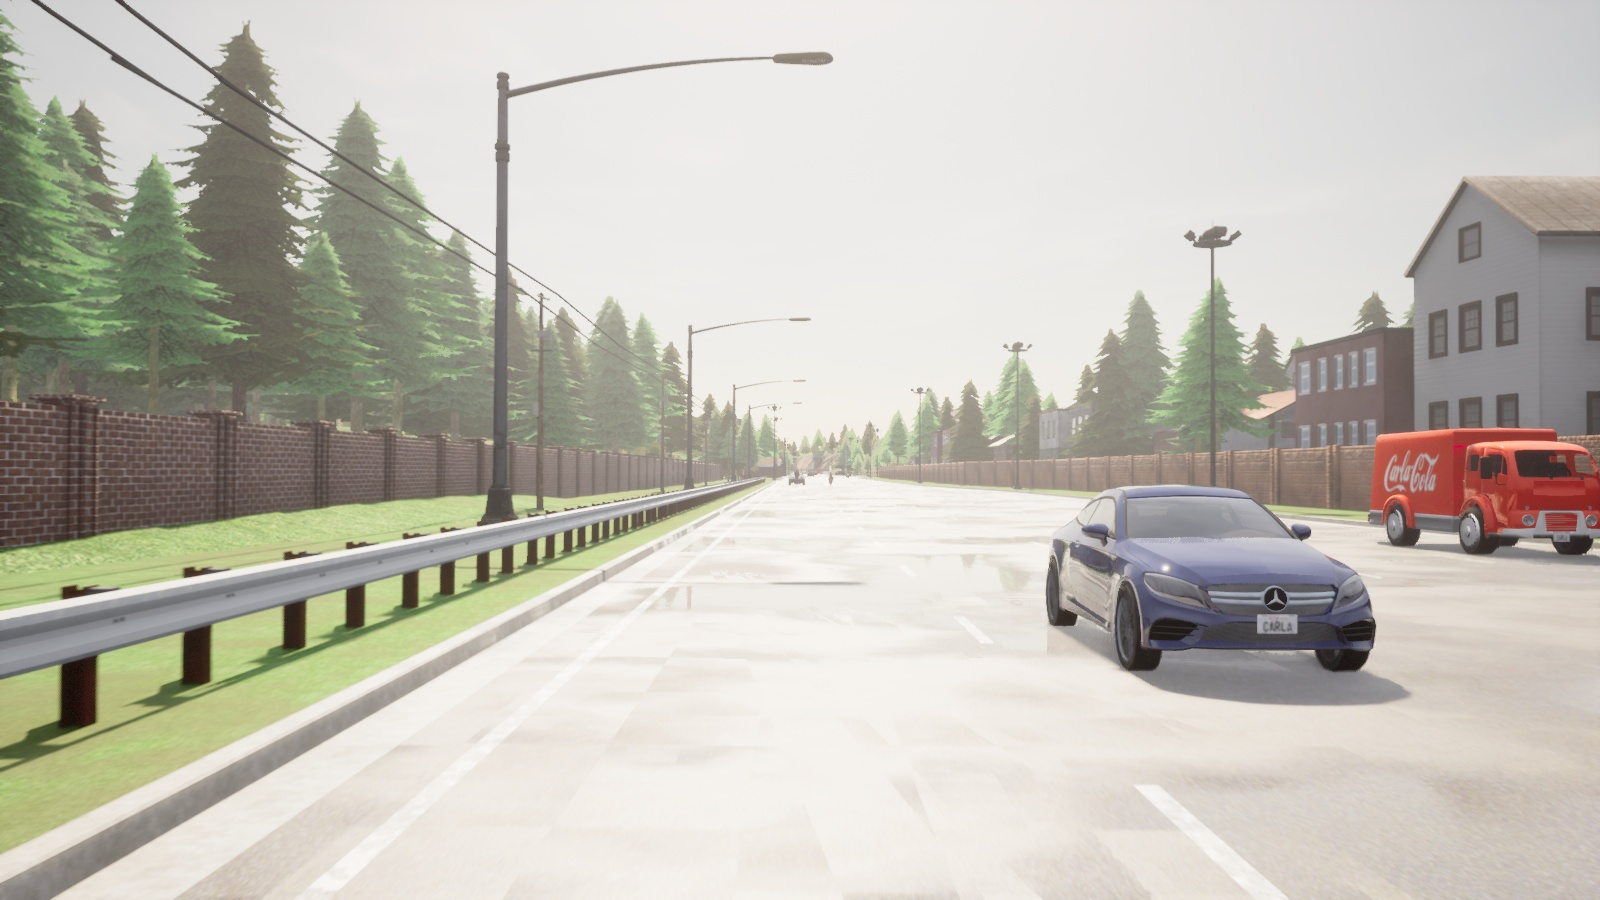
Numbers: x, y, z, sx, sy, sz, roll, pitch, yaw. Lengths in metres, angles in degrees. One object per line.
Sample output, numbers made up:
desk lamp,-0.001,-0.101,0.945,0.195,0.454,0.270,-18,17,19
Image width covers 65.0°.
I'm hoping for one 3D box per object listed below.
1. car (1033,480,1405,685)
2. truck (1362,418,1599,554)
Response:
car,3.473,1.018,11.454,1.812,1.442,4.674,0,-1,0
truck,13.937,0.701,25.581,2.627,2.467,5.204,0,-1,0
